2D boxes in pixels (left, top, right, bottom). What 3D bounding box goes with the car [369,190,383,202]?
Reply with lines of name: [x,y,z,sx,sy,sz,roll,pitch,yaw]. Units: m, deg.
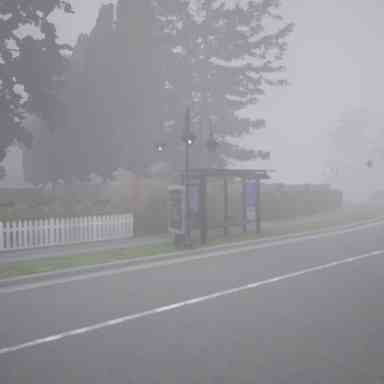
car: [24.465,0.537,42.139,1.837,1.490,4.892,0,0,-3]
